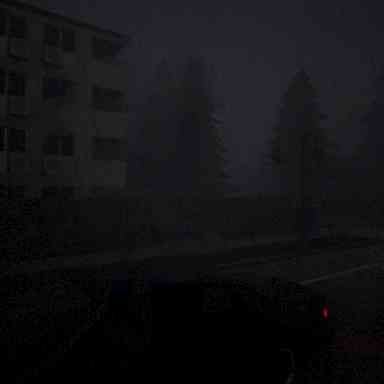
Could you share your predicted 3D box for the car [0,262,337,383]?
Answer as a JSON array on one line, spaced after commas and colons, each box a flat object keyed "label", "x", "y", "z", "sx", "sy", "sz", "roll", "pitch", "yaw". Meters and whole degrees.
[{"label": "car", "x": -0.673, "y": 1.558, "z": 3.491, "sx": 5.357, "sy": 1.411, "sz": 2.033, "roll": 0, "pitch": 0, "yaw": -35}]
